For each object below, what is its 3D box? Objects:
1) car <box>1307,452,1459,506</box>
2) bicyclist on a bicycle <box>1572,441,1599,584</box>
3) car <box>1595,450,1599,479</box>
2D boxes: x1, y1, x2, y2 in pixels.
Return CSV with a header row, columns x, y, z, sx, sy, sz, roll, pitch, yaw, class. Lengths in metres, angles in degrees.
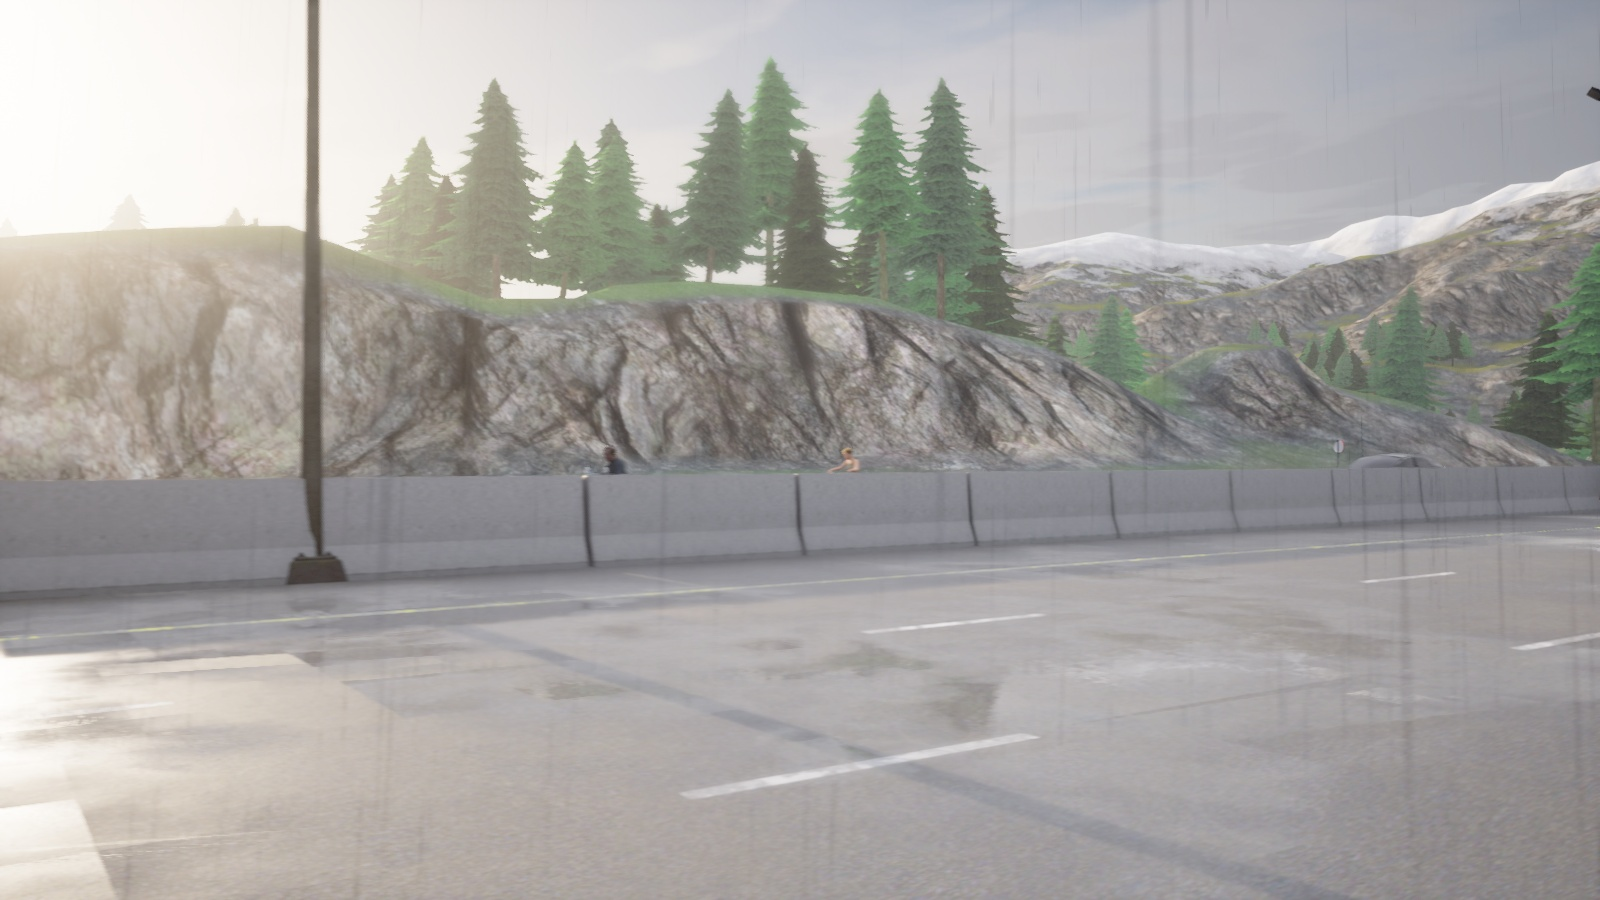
x,y,z,sx,sy,sz,roll,pitch,yaw,class
17.197,0.804,36.950,4.892,1.490,1.837,0,0,-35,car
9.749,0.713,14.709,1.656,1.620,0.582,0,0,-35,bicyclist on a bicycle
45.993,0.797,69.785,3.705,1.549,1.789,0,0,-35,car
